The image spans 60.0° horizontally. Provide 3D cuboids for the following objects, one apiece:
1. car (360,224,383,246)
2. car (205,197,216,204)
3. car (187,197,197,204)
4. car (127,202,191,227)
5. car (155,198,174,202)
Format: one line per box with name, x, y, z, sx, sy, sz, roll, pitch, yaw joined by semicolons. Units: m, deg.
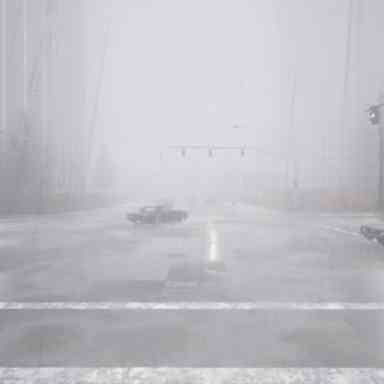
car;9.424;1.605;13.147;4.718;1.301;1.895;0;0;0
car;3.535;1.622;64.979;1.895;1.301;4.718;0;0;0
car;0.035;1.585;64.951;1.994;1.385;4.181;0;0;0
car;-2.254;1.608;23.163;1.895;1.301;4.718;0;0;33
car;-3.577;1.577;40.754;1.994;1.385;4.181;0;0;0
